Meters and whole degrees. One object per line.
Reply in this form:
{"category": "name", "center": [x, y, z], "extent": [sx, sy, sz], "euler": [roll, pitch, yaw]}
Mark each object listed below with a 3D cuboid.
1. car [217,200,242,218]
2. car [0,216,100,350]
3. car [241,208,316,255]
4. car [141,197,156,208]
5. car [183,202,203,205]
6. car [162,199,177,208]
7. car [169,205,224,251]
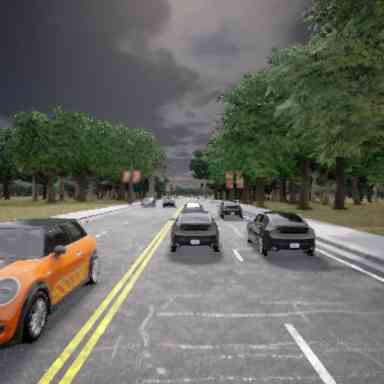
{"category": "car", "center": [3.370, 1.521, 29.949], "extent": [1.837, 1.490, 4.892], "euler": [0, 0, 0]}
{"category": "car", "center": [-3.346, 1.355, 6.413], "extent": [2.097, 1.767, 4.553], "euler": [0, 0, 0]}
{"category": "car", "center": [3.359, 1.509, 13.302], "extent": [1.837, 1.490, 4.892], "euler": [0, 0, 0]}
{"category": "car", "center": [-6.537, 1.576, 50.233], "extent": [2.128, 1.511, 4.902], "euler": [0, 0, 0]}
{"category": "car", "center": [0.120, 1.582, 30.640], "extent": [1.994, 1.385, 4.181], "euler": [0, 0, 0]}
{"category": "car", "center": [-3.295, 1.678, 48.731], "extent": [1.895, 1.301, 4.718], "euler": [0, 0, 0]}
{"category": "car", "center": [0.110, 1.510, 14.137], "extent": [1.837, 1.490, 4.892], "euler": [0, 0, 0]}
